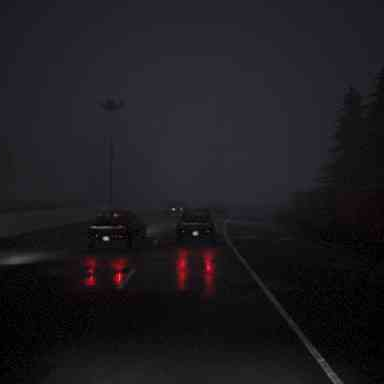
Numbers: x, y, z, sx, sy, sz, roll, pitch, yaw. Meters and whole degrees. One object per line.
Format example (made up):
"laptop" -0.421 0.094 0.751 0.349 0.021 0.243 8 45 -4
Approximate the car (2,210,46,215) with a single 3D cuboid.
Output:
"car" -13.333 1.754 25.457 1.812 1.442 4.674 0 0 7

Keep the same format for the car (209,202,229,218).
"car" 2.646 1.788 34.708 1.882 1.535 5.008 0 -1 13

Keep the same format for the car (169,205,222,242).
"car" 0.249 1.646 17.185 2.128 1.511 4.902 0 0 2

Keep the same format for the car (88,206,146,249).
"car" -3.322 1.630 15.449 2.128 1.511 4.902 0 -1 1

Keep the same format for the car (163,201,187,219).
"car" -1.310 1.647 32.923 2.097 1.767 4.553 0 -1 11
